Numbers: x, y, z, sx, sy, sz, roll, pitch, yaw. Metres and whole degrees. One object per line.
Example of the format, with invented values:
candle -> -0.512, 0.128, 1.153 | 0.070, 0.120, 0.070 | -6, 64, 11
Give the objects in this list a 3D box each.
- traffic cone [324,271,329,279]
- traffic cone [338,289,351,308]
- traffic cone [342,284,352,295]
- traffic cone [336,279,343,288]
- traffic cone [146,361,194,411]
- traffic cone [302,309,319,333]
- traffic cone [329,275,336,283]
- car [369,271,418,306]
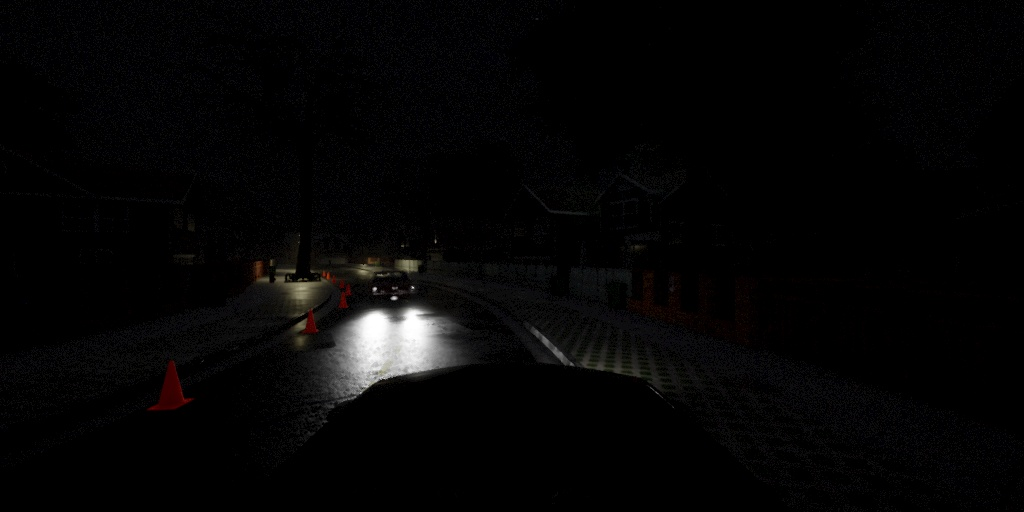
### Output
traffic cone -> -15.890, 1.703, 31.036 | 0.340, 0.580, 0.340 | 0, 0, -31
traffic cone -> -6.588, 1.704, 13.989 | 0.340, 0.580, 0.340 | 0, 0, -19
traffic cone -> -8.379, 1.704, 18.347 | 0.340, 0.580, 0.340 | 0, 0, -26
traffic cone -> -10.676, 1.704, 22.503 | 0.340, 0.580, 0.340 | 0, 0, -31
traffic cone -> -4.562, 1.705, 4.801 | 0.340, 0.580, 0.340 | 0, 0, -6
traffic cone -> -5.310, 1.705, 9.454 | 0.340, 0.580, 0.340 | 0, 0, -12
traffic cone -> -13.283, 1.703, 26.769 | 0.340, 0.580, 0.340 | 0, 0, -31
car -> -5.417, 1.350, 16.109 | 1.895, 1.301, 4.718 | 0, 0, -22
